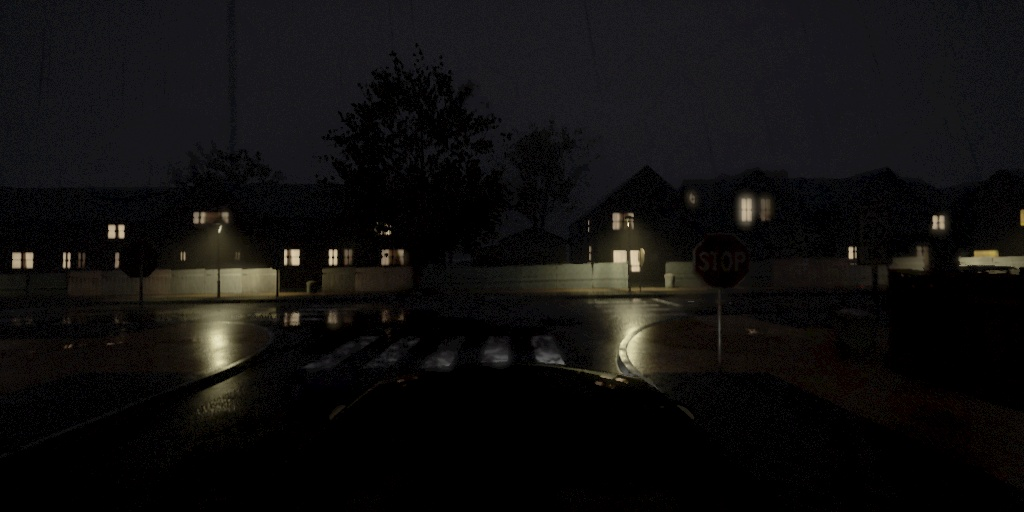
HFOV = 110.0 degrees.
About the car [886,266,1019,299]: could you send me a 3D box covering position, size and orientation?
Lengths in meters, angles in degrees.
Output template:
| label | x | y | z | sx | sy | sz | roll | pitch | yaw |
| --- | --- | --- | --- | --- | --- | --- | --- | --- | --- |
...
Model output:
| label | x | y | z | sx | sy | sz | roll | pitch | yaw |
| --- | --- | --- | --- | --- | --- | --- | --- | --- | --- |
| car | 15.948 | 1.040 | 12.028 | 5.357 | 1.411 | 2.033 | -1 | -1 | 0 |
